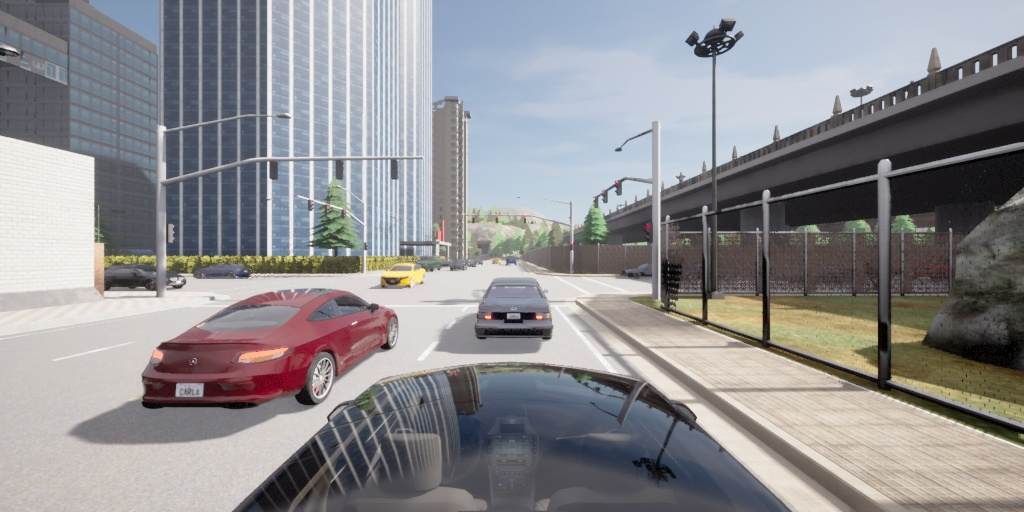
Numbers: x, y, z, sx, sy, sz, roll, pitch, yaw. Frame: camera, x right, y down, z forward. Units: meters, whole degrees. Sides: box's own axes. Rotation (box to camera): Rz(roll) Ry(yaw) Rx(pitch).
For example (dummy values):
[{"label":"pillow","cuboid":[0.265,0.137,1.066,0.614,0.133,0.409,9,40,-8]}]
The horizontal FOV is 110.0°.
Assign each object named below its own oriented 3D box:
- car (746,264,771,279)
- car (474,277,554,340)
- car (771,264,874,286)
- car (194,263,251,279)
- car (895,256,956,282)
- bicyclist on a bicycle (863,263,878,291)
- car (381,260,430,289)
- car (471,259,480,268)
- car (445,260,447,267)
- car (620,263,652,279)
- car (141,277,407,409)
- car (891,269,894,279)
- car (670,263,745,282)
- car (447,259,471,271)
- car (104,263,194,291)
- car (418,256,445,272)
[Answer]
[{"label":"car","cuboid":[22.300,1.406,32.659,4.718,1.301,1.895,0,0,0]},{"label":"car","cuboid":[0.076,1.297,9.975,2.033,1.411,5.357,0,0,1]},{"label":"car","cuboid":[22.013,1.353,25.445,5.357,1.411,2.033,0,0,0]},{"label":"car","cuboid":[-26.264,1.369,32.592,4.181,1.385,1.994,0,0,-2]},{"label":"car","cuboid":[35.224,1.027,29.207,5.566,2.045,2.150,0,0,-1]},{"label":"bicyclist on a bicycle","cuboid":[18.260,1.106,18.157,0.582,1.620,1.656,0,0,0]},{"label":"car","cuboid":[-7.152,1.254,23.925,1.882,1.535,5.008,0,0,0]},{"label":"car","cuboid":[-7.213,1.241,60.866,2.128,1.511,4.902,0,0,0]},{"label":"car","cuboid":[-10.720,1.296,59.223,2.033,1.411,5.357,0,0,0]},{"label":"car","cuboid":[12.710,1.353,32.616,5.357,1.411,2.033,0,0,0]},{"label":"car","cuboid":[-3.451,1.276,6.154,1.812,1.442,4.674,0,0,0]},{"label":"car","cuboid":[32.226,1.406,32.695,4.718,1.301,1.895,0,0,0]},{"label":"car","cuboid":[15.654,1.297,29.129,4.902,1.511,2.128,0,0,0]},{"label":"car","cuboid":[-7.209,1.254,48.989,1.837,1.490,4.892,0,0,0]},{"label":"car","cuboid":[-22.591,1.331,21.776,4.674,1.442,1.812,0,0,0]},{"label":"car","cuboid":[-10.660,0.971,46.097,2.150,2.045,5.566,0,0,4]}]
